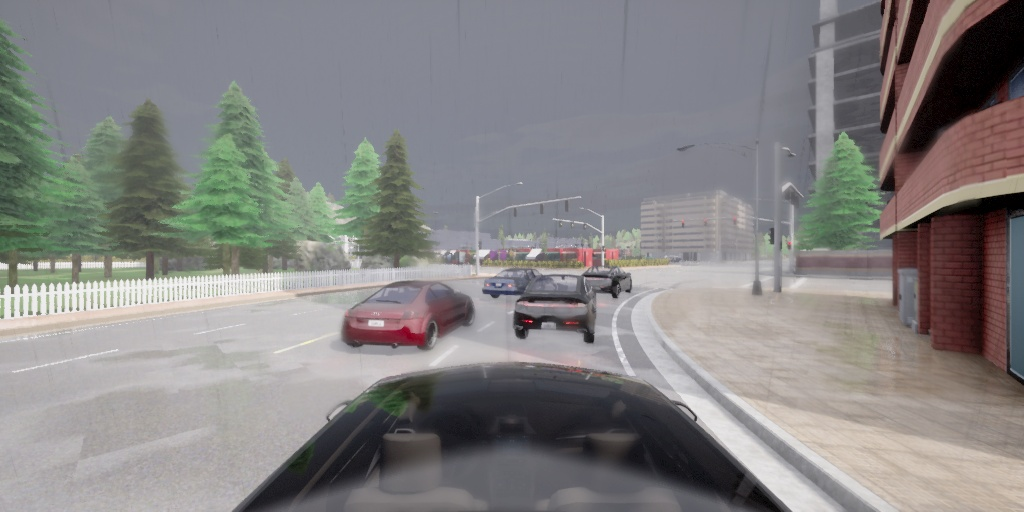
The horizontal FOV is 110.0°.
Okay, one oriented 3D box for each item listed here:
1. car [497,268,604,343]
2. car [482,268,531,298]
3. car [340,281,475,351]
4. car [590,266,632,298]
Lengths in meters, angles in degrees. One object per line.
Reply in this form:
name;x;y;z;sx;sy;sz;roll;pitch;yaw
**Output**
car;1.355;1.241;9.807;2.128;1.511;4.902;0;0;14
car;0.483;1.297;17.855;2.033;1.411;5.357;0;0;25
car;-2.356;1.314;9.140;1.994;1.385;4.181;0;0;10
car;4.856;1.236;18.364;2.128;1.511;4.902;1;1;29
